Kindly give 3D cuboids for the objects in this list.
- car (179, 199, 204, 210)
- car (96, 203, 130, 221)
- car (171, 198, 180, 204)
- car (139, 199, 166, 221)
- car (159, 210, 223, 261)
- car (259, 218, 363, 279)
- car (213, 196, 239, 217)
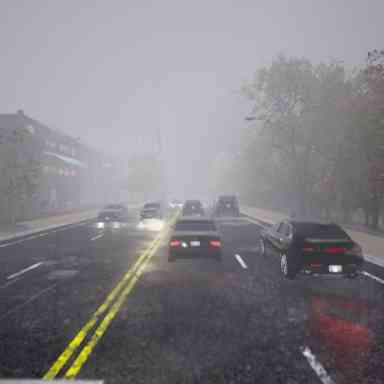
[{"bbox_3d":[0.103,1.505,33.529,2.097,1.767,4.553,0,0,0],"label":"car"},{"bbox_3d":[-6.597,1.677,28.507,2.033,1.411,5.357,0,0,0],"label":"car"},{"bbox_3d":[-3.247,1.889,69.128,1.895,1.301,4.718,0,0,0],"label":"car"},{"bbox_3d":[-3.344,1.636,28.607,1.837,1.490,4.892,0,0,0],"label":"car"},{"bbox_3d":[0.100,1.605,12.455,2.033,1.411,5.357,0,0,0],"label":"car"},{"bbox_3d":[3.351,1.552,10.193,1.837,1.490,4.892,0,0,0],"label":"car"},{"bbox_3d":[3.352,1.373,33.201,2.150,2.045,5.566,0,0,0],"label":"car"}]
